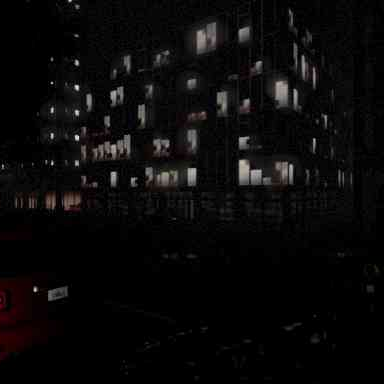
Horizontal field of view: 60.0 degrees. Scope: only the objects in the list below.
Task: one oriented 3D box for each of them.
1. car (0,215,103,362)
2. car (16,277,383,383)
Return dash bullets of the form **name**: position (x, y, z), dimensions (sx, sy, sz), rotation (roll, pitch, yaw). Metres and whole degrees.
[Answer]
- **car**: position (-3.569, 1.315, 5.428), dimensions (5.009, 1.841, 2.192), rotation (0, 0, 36)
- **car**: position (0.925, 1.566, 2.218), dimensions (4.313, 1.339, 1.947), rotation (0, 0, 36)
